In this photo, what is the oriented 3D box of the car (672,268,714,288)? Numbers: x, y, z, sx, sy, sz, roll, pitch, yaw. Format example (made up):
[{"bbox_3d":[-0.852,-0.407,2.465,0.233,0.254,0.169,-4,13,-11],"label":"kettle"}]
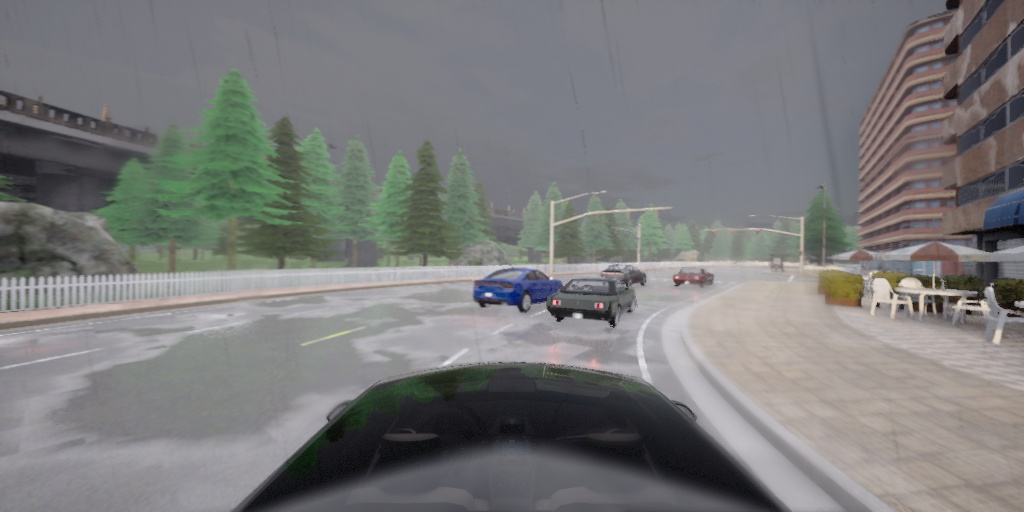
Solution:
[{"bbox_3d":[13.041,1.503,25.608,1.895,1.301,4.718,1,0,38],"label":"car"}]

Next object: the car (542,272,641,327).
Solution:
[{"bbox_3d":[2.846,1.375,11.880,1.895,1.301,4.718,1,0,27],"label":"car"}]

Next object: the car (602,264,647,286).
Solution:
[{"bbox_3d":[7.616,1.314,24.297,2.128,1.511,4.902,1,0,37],"label":"car"}]

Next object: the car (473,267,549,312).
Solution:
[{"bbox_3d":[0.442,1.211,14.374,1.882,1.535,5.008,1,-1,30],"label":"car"}]
